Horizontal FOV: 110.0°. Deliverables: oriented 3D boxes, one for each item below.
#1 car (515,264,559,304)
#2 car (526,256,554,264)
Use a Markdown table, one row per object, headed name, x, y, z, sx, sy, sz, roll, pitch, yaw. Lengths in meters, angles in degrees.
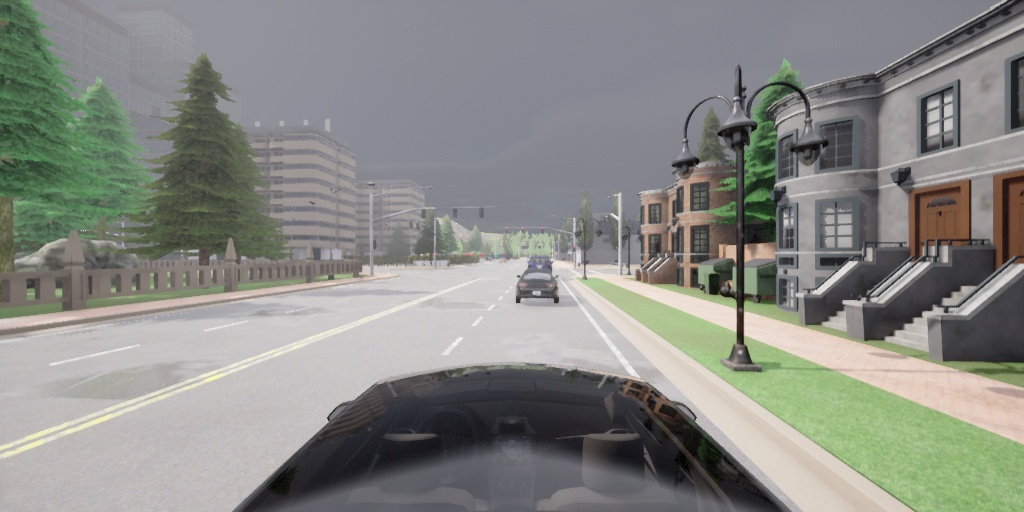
| name | x | y | z | sx | sy | sz | roll | pitch | yaw |
| --- | --- | --- | --- | --- | --- | --- | --- | --- | --- |
| car | 1.166 | 1.280 | 16.303 | 1.812 | 1.442 | 4.674 | 0 | 0 | 5 |
| car | 2.441 | 1.005 | 31.279 | 2.150 | 2.045 | 5.566 | 0 | 0 | 5 |
